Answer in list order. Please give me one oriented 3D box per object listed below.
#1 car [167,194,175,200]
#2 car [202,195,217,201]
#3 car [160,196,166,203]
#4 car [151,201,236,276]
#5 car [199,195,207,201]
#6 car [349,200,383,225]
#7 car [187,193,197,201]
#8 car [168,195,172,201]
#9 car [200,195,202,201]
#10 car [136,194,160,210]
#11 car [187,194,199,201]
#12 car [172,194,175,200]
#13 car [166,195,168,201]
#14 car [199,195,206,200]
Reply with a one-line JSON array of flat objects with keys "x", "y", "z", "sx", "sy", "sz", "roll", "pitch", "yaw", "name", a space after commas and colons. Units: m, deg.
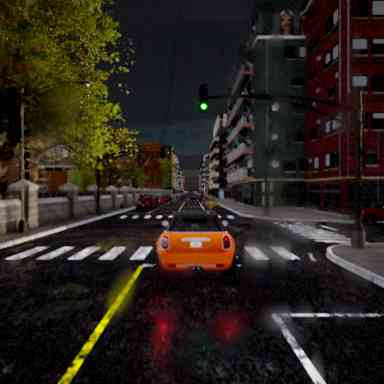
[{"x": -5.710, "y": 1.384, "z": 91.170, "sx": 1.752, "sy": 1.417, "sz": 4.829, "roll": 0, "pitch": 0, "yaw": 0, "name": "car"}, {"x": 2.678, "y": 1.437, "z": 47.231, "sx": 1.752, "sy": 1.417, "sz": 4.829, "roll": 0, "pitch": 0, "yaw": 0, "name": "car"}, {"x": -5.703, "y": 1.344, "z": 52.594, "sx": 1.967, "sy": 1.590, "sz": 4.097, "roll": 0, "pitch": 0, "yaw": 0, "name": "car"}, {"x": 0.099, "y": 1.330, "z": 10.474, "sx": 2.097, "sy": 1.767, "sz": 4.553, "roll": 0, "pitch": 0, "yaw": 0, "name": "car"}, {"x": 2.672, "y": 1.414, "z": 80.273, "sx": 1.887, "sy": 1.381, "sz": 4.507, "roll": 0, "pitch": 0, "yaw": 0, "name": "car"}, {"x": 14.611, "y": 1.537, "z": 24.955, "sx": 5.009, "sy": 1.841, "sz": 2.192, "roll": 1, "pitch": -1, "yaw": 0, "name": "car"}, {"x": -0.014, "y": 1.140, "z": 77.232, "sx": 2.097, "sy": 1.767, "sz": 4.553, "roll": 0, "pitch": 0, "yaw": 0, "name": "car"}, {"x": -5.706, "y": 1.464, "z": 69.200, "sx": 1.802, "sy": 1.307, "sz": 4.206, "roll": 0, "pitch": 0, "yaw": 0, "name": "car"}, {"x": 2.677, "y": 1.449, "z": 52.596, "sx": 1.887, "sy": 1.381, "sz": 4.507, "roll": 0, "pitch": 0, "yaw": 0, "name": "car"}, {"x": -5.702, "y": 1.235, "z": 41.523, "sx": 2.192, "sy": 1.841, "sz": 5.009, "roll": 0, "pitch": 0, "yaw": 0, "name": "car"}, {"x": -0.011, "y": 1.378, "z": 66.834, "sx": 2.128, "sy": 1.511, "sz": 4.902, "roll": 0, "pitch": 0, "yaw": 0, "name": "car"}, {"x": -5.708, "y": 1.451, "z": 80.271, "sx": 1.802, "sy": 1.307, "sz": 4.206, "roll": 0, "pitch": 0, "yaw": 0, "name": "car"}, {"x": -5.704, "y": 1.441, "z": 58.130, "sx": 1.887, "sy": 1.381, "sz": 4.507, "roll": 0, "pitch": 0, "yaw": 0, "name": "car"}, {"x": 2.671, "y": 1.408, "z": 85.808, "sx": 1.887, "sy": 1.381, "sz": 4.507, "roll": 0, "pitch": 0, "yaw": 0, "name": "car"}]
